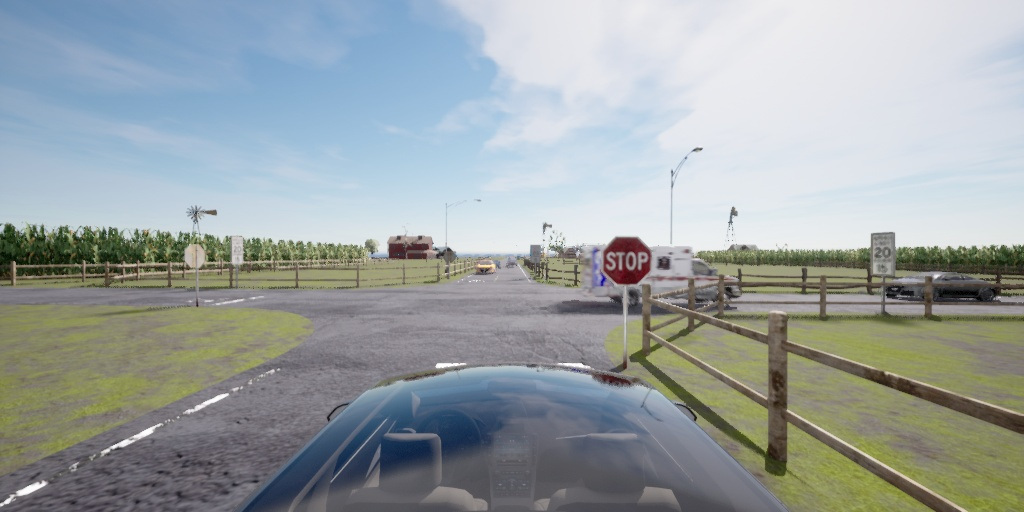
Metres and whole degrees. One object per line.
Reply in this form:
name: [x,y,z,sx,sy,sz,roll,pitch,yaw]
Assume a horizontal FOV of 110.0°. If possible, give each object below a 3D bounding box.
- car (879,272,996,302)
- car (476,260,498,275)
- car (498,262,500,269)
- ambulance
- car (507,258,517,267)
car: [21.215,1.488,17.992,4.181,1.385,1.994,0,0,1]
car: [-2.836,1.202,39.355,1.882,1.535,5.008,0,0,0]
car: [-2.822,1.276,55.434,1.994,1.385,4.181,0,0,0]
ambulance: [6.095,0.829,15.288,6.366,2.431,2.351,1,0,1]
car: [0.004,1.254,62.286,2.033,1.411,5.357,0,0,0]
